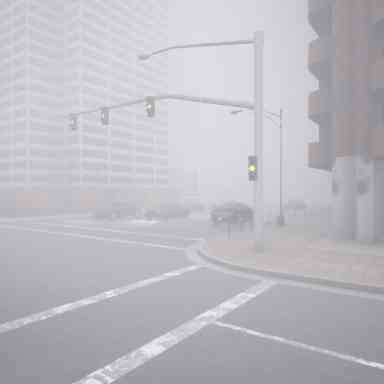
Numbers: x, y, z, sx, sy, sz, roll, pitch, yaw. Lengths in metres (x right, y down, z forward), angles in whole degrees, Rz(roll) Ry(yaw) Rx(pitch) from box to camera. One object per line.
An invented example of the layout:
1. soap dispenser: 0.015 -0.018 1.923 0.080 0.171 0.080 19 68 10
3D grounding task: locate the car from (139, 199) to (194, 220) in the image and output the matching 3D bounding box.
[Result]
1. car: -2.049 1.564 27.876 1.994 1.385 4.181 0 0 35

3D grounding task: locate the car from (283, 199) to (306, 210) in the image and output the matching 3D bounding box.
1. car: 13.541 1.564 43.683 1.994 1.385 4.181 0 0 35

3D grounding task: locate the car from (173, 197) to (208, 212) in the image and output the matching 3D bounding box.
1. car: -0.440 1.564 36.242 1.994 1.385 4.181 0 0 35

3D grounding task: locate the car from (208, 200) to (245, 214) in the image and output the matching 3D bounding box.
1. car: 3.822 1.601 36.212 1.895 1.301 4.718 0 0 35

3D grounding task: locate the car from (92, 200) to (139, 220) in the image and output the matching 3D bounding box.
1. car: -6.159 1.505 28.115 1.837 1.490 4.892 0 0 35

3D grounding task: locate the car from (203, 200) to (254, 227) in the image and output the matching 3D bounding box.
1. car: 3.133 1.491 22.730 2.128 1.511 4.902 0 0 35
